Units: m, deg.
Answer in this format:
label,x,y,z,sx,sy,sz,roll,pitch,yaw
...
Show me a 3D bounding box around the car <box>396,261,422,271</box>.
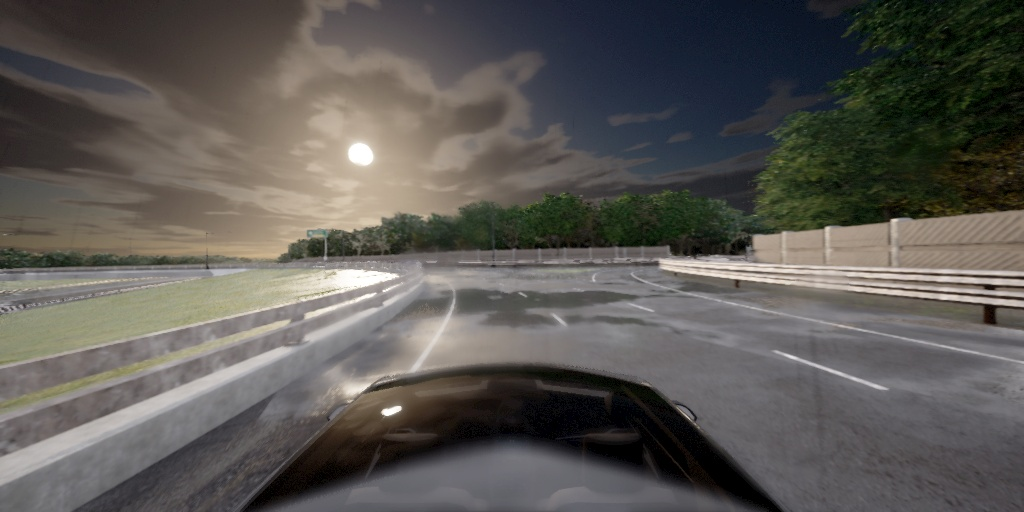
label,x,y,z,sx,sy,sz,roll,pitch,yaw
car,-17.161,1.606,59.532,1.882,1.535,5.008,-1,0,-35
